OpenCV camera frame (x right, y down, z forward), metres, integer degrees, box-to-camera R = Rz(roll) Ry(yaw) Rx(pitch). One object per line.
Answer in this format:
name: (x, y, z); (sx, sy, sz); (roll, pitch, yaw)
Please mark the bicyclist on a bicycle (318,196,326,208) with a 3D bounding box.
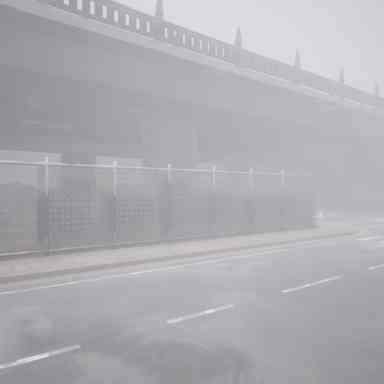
bicyclist on a bicycle: (16.684, 1.300, 42.717); (1.656, 1.620, 0.582); (0, 0, -36)
